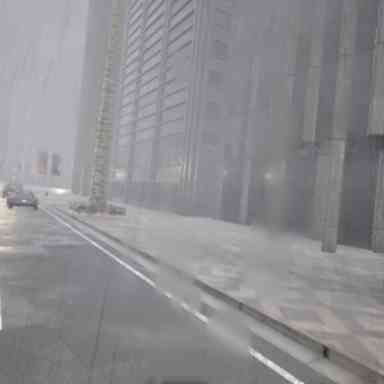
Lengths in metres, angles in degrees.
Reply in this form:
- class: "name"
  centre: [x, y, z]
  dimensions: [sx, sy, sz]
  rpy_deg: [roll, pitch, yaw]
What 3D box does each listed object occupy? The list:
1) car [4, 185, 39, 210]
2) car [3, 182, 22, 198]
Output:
- class: "car"
  centre: [-12.960, 0.508, 25.467]
  dimensions: [1.994, 1.385, 4.181]
  rpy_deg: [5, 0, -30]
- class: "car"
  centre: [-19.662, -0.256, 36.760]
  dimensions: [2.097, 1.767, 4.553]
  rpy_deg: [5, 0, -30]
